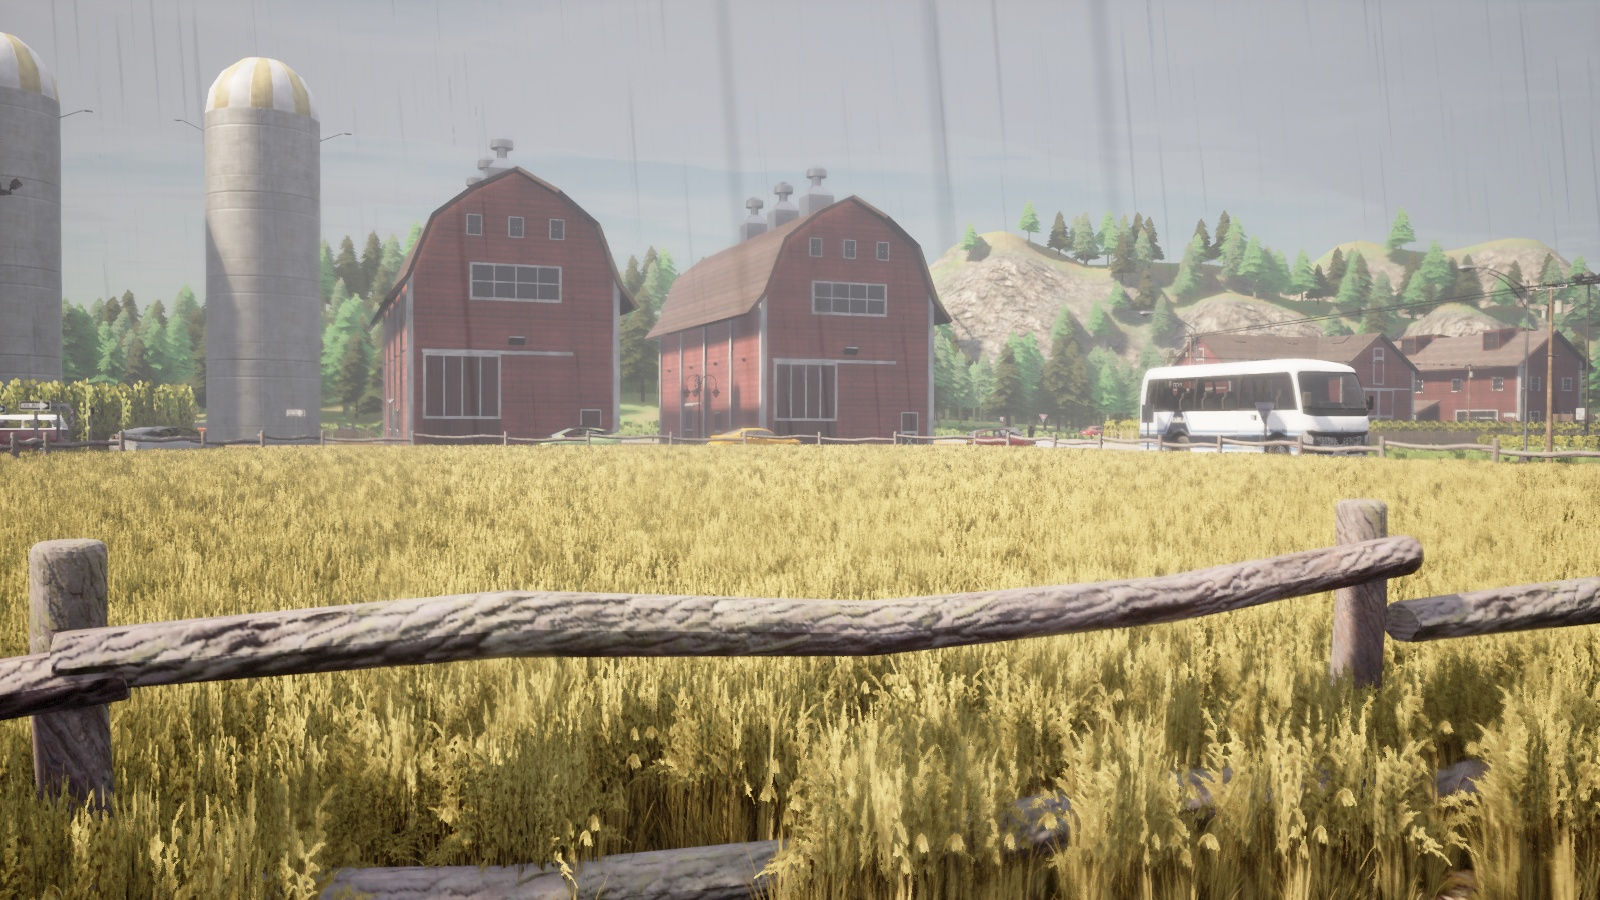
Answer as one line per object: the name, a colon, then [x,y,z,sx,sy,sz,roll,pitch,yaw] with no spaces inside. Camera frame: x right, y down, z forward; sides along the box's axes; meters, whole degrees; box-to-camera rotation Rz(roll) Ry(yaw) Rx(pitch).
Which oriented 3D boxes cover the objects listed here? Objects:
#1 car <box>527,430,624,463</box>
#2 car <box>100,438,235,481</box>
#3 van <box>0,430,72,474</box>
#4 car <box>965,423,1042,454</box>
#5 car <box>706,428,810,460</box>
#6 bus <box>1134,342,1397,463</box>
car: [-11.492,-0.195,64.342,4.514,1.525,2.007,-2,1,-24]
car: [-24.502,0.329,48.871,2.007,1.525,4.514,-1,1,20]
van: [-38.262,0.117,61.178,4.480,2.038,2.069,-1,0,-19]
car: [10.811,-0.617,66.959,3.705,1.549,1.789,-1,2,-5]
car: [-2.153,-0.336,64.697,5.008,1.535,1.882,-2,1,-24]
bus: [18.037,-1.767,49.780,3.944,4.253,10.273,-1,1,-21]
